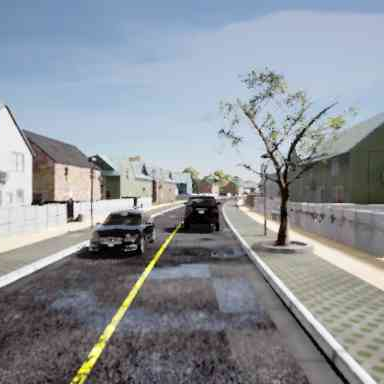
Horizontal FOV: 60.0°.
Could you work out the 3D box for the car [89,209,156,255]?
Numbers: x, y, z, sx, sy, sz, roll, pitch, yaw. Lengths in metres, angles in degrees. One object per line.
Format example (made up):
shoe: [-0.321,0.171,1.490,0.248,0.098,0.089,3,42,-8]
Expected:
car: [-2.603,1.502,13.397,1.837,1.490,4.892,0,0,2]

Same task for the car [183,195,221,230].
car: [0.653,1.219,21.310,2.150,2.045,5.566,0,0,3]

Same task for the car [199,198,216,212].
car: [1.936,1.520,39.893,1.812,1.442,4.674,0,0,5]
